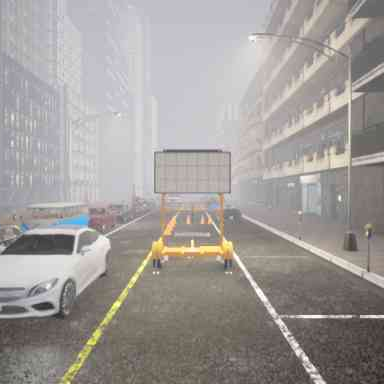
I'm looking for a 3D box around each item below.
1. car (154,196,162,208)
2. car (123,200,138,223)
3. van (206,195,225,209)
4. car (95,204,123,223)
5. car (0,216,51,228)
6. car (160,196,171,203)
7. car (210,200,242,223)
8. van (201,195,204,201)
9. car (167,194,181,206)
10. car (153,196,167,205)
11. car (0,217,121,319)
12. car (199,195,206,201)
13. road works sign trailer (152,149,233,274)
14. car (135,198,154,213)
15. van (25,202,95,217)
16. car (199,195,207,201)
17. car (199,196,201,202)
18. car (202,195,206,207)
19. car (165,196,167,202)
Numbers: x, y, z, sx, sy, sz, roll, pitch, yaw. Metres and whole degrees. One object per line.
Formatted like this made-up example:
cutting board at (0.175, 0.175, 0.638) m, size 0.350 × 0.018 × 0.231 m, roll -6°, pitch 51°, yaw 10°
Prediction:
car at (-5.623, 1.553, 47.291) m, size 2.008 × 1.369 × 4.403 m, roll 0°, pitch 0°, yaw 0°
car at (-5.656, 1.560, 25.201) m, size 1.947 × 1.339 × 4.313 m, roll 0°, pitch 0°, yaw 0°
van at (2.741, 1.337, 36.234) m, size 1.690 × 1.788 × 3.998 m, roll 0°, pitch 0°, yaw 0°
car at (-5.665, 1.539, 19.678) m, size 1.887 × 1.381 × 4.507 m, roll 0°, pitch 0°, yaw 0°
car at (-5.682, 1.548, 8.632) m, size 2.008 × 1.369 × 4.403 m, roll 0°, pitch 0°, yaw 0°
car at (-5.589, 1.585, 69.384) m, size 1.947 × 1.339 × 4.313 m, roll 0°, pitch 0°, yaw 0°
car at (2.725, 1.545, 25.188) m, size 2.008 × 1.369 × 4.403 m, roll 0°, pitch 0°, yaw 0°
van at (2.766, 1.348, 52.801) m, size 1.690 × 1.788 × 3.998 m, roll 0°, pitch 0°, yaw 0°
car at (-2.918, 1.226, 54.626) m, size 2.150 × 2.045 × 5.566 m, roll 0°, pitch 0°, yaw 0°
car at (-5.606, 1.451, 58.338) m, size 1.967 × 1.590 × 4.097 m, roll 0°, pitch 0°, yaw 0°
car at (-3.091, 1.523, 7.486) m, size 1.812 × 1.442 × 4.674 m, roll 0°, pitch 0°, yaw 0°
car at (2.825, 1.574, 91.632) m, size 1.752 × 1.417 × 4.829 m, roll 0°, pitch 0°, yaw 0°
road works sign trailer at (0.014, 0.461, 10.521) m, size 2.380 × 3.560 × 2.880 m, roll 0°, pitch 0°, yaw 0°
car at (-5.640, 1.437, 36.247) m, size 1.967 × 1.590 × 4.097 m, roll 0°, pitch 0°, yaw 0°
van at (-5.674, 1.336, 14.155) m, size 1.690 × 1.788 × 3.998 m, roll 0°, pitch 0°, yaw 0°
car at (2.818, 1.565, 86.108) m, size 1.752 × 1.417 × 4.829 m, roll 0°, pitch 0°, yaw 0°
car at (2.809, 1.598, 80.416) m, size 1.947 × 1.339 × 4.313 m, roll 0°, pitch 0°, yaw 0°
car at (2.758, 1.547, 47.278) m, size 1.887 × 1.381 × 4.507 m, roll 0°, pitch 0°, yaw 0°
car at (-5.614, 1.557, 52.815) m, size 2.008 × 1.369 × 4.403 m, roll 0°, pitch 0°, yaw 0°
